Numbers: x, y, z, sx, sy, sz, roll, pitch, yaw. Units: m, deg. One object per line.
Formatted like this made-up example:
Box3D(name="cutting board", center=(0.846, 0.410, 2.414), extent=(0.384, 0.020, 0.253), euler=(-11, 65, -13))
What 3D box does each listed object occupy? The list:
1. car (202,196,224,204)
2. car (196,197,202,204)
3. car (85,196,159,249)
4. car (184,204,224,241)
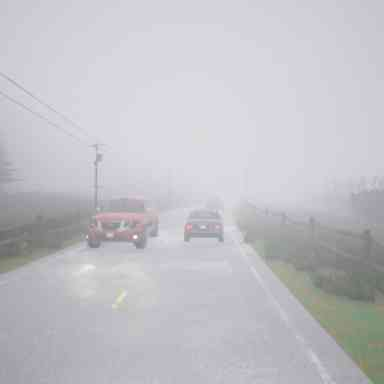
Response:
Box3D(name="car", center=(2.721, 1.364, 39.027), extent=(2.097, 1.767, 4.553), euler=(0, 0, 7))
Box3D(name="car", center=(1.781, 1.531, 57.029), extent=(1.895, 1.301, 4.718), euler=(0, 0, 8))
Box3D(name="car", center=(-2.865, 1.221, 14.908), extent=(2.150, 2.045, 5.566), euler=(0, 0, 3))
Box3D(name="car", center=(0.627, 1.552, 16.673), extent=(2.033, 1.411, 5.357), euler=(0, 0, 3))
